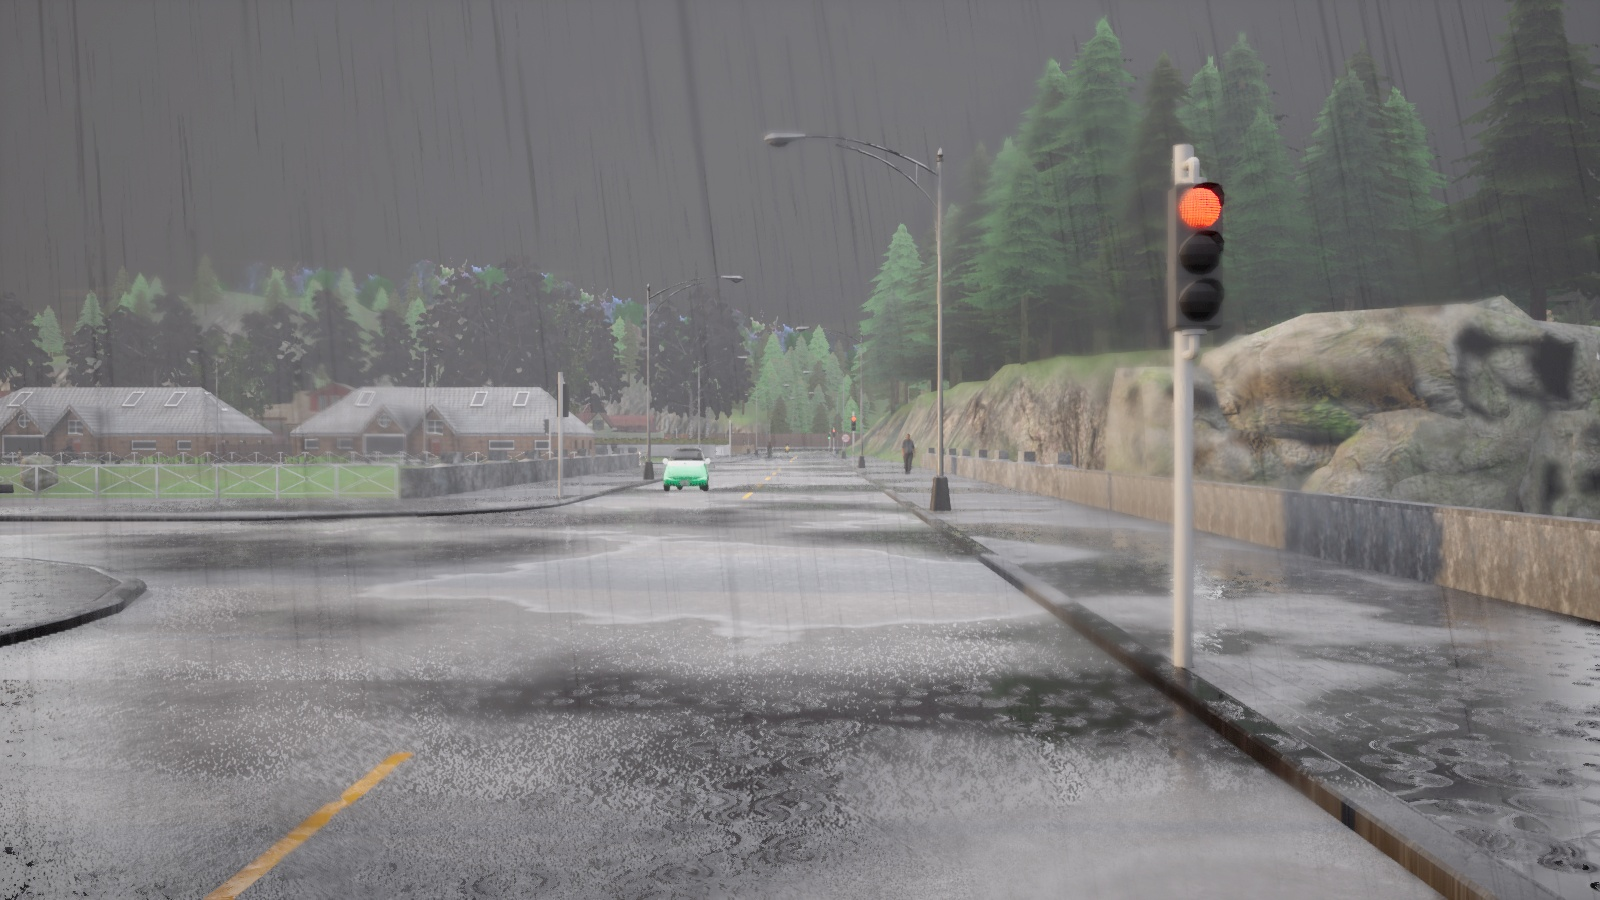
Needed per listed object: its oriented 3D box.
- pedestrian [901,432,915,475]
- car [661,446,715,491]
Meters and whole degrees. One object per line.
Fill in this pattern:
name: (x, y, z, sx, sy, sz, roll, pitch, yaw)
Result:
pedestrian: (4.649, 0.156, 53.958, 0.540, 1.848, 0.694, 0, 0, 2)
car: (-3.512, 0.575, 39.511, 1.481, 1.376, 2.207, 0, 0, 1)
